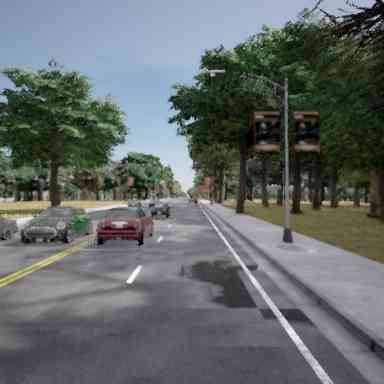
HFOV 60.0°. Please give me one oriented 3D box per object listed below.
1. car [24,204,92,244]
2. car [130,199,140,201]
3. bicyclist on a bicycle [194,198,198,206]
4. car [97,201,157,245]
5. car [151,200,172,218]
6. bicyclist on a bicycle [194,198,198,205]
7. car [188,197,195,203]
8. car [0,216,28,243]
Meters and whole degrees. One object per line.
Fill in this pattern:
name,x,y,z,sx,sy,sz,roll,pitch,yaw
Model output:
car,-6.598,1.500,16.623,2.097,1.767,4.553,0,-1,0
car,-9.796,2.019,56.938,2.128,1.511,4.902,0,0,1
bicyclist on a bicycle,0.896,2.063,65.364,0.582,1.620,1.656,0,-1,0
car,-3.151,1.500,16.547,2.097,1.767,4.553,0,0,0
car,-3.151,1.833,34.226,1.812,1.442,4.674,0,-1,0
bicyclist on a bicycle,0.891,2.134,74.365,0.866,1.612,1.509,0,-1,0
car,0.001,2.274,91.956,2.033,1.411,5.357,0,-1,0
car,-9.849,1.680,14.905,2.033,1.411,5.357,0,-1,0
